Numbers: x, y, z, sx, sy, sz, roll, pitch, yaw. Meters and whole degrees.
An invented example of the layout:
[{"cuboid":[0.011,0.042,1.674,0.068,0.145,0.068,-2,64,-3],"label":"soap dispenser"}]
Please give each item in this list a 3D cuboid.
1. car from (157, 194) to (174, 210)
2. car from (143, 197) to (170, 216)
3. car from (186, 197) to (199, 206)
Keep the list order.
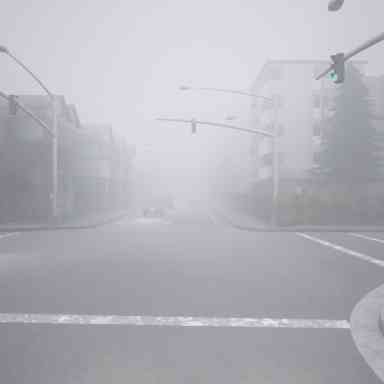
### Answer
[{"cuboid":[-3.560,1.221,42.919,2.150,2.045,5.566,0,0,0],"label":"car"},{"cuboid":[-3.584,1.491,32.343,2.128,1.511,4.902,0,0,0],"label":"car"},{"cuboid":[-0.001,1.526,55.234,1.812,1.442,4.674,0,0,-3],"label":"car"}]
